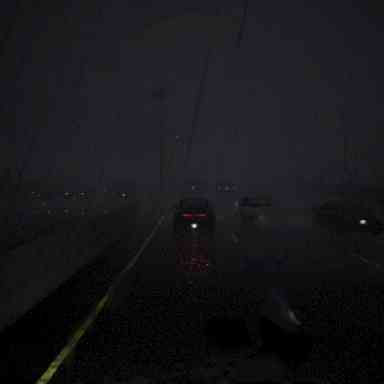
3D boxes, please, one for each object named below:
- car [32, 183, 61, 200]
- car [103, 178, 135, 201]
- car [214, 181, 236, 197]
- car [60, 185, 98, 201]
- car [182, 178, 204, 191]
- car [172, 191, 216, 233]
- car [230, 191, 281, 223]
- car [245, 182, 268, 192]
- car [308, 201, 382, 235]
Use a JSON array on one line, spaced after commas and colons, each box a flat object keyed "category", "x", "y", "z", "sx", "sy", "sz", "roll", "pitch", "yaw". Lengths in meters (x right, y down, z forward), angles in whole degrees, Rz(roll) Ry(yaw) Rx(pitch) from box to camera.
[{"category": "car", "x": -14.094, "y": -0.061, "z": 33.025, "sx": 1.837, "sy": 1.490, "sz": 4.892, "roll": 0, "pitch": 4, "yaw": 0}, {"category": "car", "x": -7.100, "y": -0.330, "z": 32.802, "sx": 2.150, "sy": 2.045, "sz": 5.566, "roll": 0, "pitch": 4, "yaw": 0}, {"category": "car", "x": 3.601, "y": -0.429, "z": 36.389, "sx": 2.097, "sy": 1.767, "sz": 4.553, "roll": 0, "pitch": 4, "yaw": 0}, {"category": "car", "x": -10.595, "y": 0.092, "z": 32.146, "sx": 1.895, "sy": 1.301, "sz": 4.718, "roll": 0, "pitch": 4, "yaw": 0}, {"category": "car", "x": 0.101, "y": -0.515, "z": 35.698, "sx": 2.150, "sy": 2.045, "sz": 5.566, "roll": 0, "pitch": 4, "yaw": 0}, {"category": "car", "x": 0.100, "y": 1.008, "z": 16.349, "sx": 1.837, "sy": 1.490, "sz": 4.892, "roll": 0, "pitch": 4, "yaw": 0}, {"category": "car", "x": 3.601, "y": 0.926, "z": 19.126, "sx": 1.895, "sy": 1.301, "sz": 4.718, "roll": 0, "pitch": 4, "yaw": 0}, {"category": "car", "x": 7.101, "y": -0.312, "z": 36.760, "sx": 2.128, "sy": 1.511, "sz": 4.902, "roll": 0, "pitch": 4, "yaw": 0}, {"category": "car", "x": 7.100, "y": 1.096, "z": 15.826, "sx": 1.994, "sy": 1.385, "sz": 4.181, "roll": 0, "pitch": 3, "yaw": 0}]
